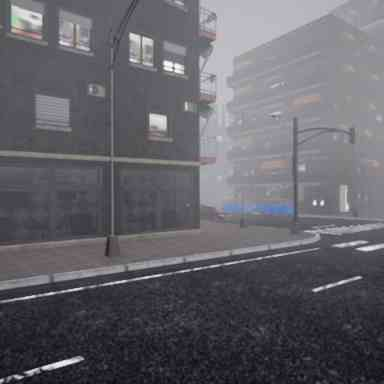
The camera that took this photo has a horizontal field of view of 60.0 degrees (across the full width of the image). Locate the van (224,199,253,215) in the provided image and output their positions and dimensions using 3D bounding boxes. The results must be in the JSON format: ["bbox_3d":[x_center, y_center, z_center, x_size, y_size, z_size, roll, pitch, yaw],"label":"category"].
[{"bbox_3d":[5.158,1.660,38.187,1.690,1.788,3.998,-1,0,-37],"label":"van"}]

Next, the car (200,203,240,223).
[{"bbox_3d":[1.776,1.863,28.738,1.802,1.307,4.206,-1,0,-37],"label":"car"}]

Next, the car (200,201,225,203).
[{"bbox_3d":[0.777,1.842,34.398,1.837,1.490,4.892,0,0,-37],"label":"car"}]

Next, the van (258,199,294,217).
[{"bbox_3d":[8.493,1.587,33.685,1.690,1.788,3.998,-1,0,-37],"label":"van"}]
